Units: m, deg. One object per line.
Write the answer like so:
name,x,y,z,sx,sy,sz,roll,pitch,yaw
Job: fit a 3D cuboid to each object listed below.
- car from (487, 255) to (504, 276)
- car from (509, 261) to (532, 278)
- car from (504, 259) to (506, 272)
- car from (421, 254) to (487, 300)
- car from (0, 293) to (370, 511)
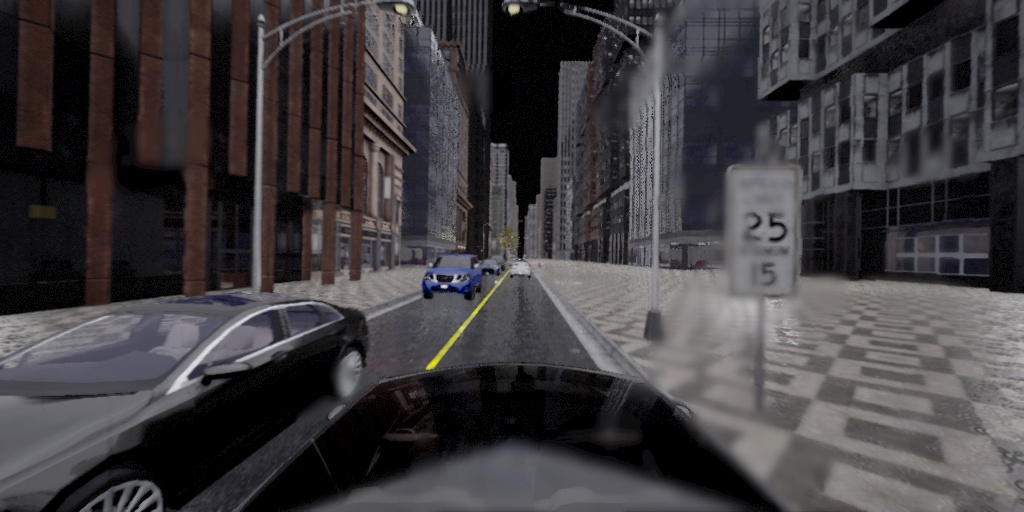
car,-2.205,1.045,35.591,2.097,1.767,4.553,1,0,2
car,0.810,1.273,33.508,1.812,1.442,4.674,1,0,2
car,-1.930,0.907,45.490,2.150,2.045,5.566,1,0,1
car,-2.736,0.917,17.631,2.150,2.045,5.566,1,0,2
car,-3.105,1.187,3.507,2.128,1.511,4.902,1,0,1
